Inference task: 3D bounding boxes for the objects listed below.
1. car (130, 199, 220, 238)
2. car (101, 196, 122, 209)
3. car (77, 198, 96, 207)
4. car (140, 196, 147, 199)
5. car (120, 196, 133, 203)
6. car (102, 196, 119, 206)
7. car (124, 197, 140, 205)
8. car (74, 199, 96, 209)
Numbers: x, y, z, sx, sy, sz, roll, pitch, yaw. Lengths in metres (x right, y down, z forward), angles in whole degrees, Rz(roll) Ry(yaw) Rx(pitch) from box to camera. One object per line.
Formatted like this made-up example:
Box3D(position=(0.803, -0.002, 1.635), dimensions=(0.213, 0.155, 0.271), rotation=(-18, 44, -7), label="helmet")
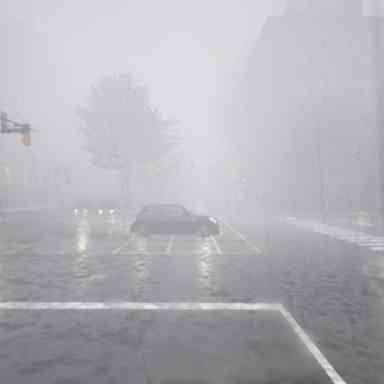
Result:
Box3D(position=(-0.842, 1.413, 17.397), dimensions=(4.553, 1.767, 2.097), rotation=(0, 0, 0), label="car")
Box3D(position=(-11.618, 1.644, 47.560), dimensions=(1.882, 1.535, 5.008), rotation=(0, 0, 0), label="car")
Box3D(position=(-18.276, 1.796, 57.726), dimensions=(1.895, 1.301, 4.718), rotation=(0, 0, 0), label="car")
Box3D(position=(-11.535, 1.790, 76.836), dimensions=(2.128, 1.511, 4.902), rotation=(0, 0, 0), label="car")
Box3D(position=(-15.035, 1.790, 76.901), dimensions=(2.128, 1.511, 4.902), rotation=(0, 0, 0), label="car")
Box3D(position=(-15.083, 1.566, 61.737), dimensions=(2.097, 1.767, 4.553), rotation=(0, 0, 0), label="car")
Box3D(position=(-11.578, 1.819, 62.589), dimensions=(1.895, 1.301, 4.718), rotation=(0, 0, 0), label="car")
Box3D(position=(-15.118, 1.728, 47.193), dimensions=(1.994, 1.385, 4.181), rotation=(0, 0, 0), label="car")
